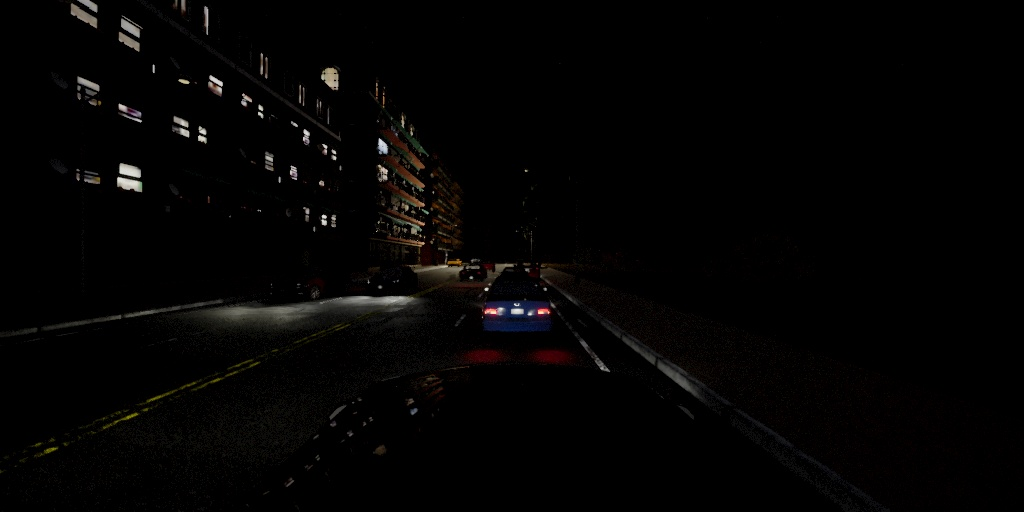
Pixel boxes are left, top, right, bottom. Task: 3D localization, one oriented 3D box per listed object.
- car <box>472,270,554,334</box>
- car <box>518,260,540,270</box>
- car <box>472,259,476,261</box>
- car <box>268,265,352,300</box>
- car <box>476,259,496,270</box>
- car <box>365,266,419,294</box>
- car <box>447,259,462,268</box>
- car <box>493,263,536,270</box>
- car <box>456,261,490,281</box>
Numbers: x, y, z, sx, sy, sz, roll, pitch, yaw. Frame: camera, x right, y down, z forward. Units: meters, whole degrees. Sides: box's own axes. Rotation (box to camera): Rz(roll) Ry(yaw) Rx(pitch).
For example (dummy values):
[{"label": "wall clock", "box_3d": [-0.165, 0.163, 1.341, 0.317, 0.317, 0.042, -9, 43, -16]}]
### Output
[{"label": "car", "box_3d": [0.118, 1.298, 10.590, 2.033, 1.411, 5.357, 0, 0, 0]}, {"label": "car", "box_3d": [1.190, 1.103, 29.857, 2.097, 1.767, 4.553, 0, 0, 0]}, {"label": "car", "box_3d": [-6.443, 1.239, 63.567, 2.128, 1.511, 4.902, 0, 0, 1]}, {"label": "car", "box_3d": [-9.820, 1.229, 17.832, 1.882, 1.535, 5.008, 0, 0, 0]}, {"label": "car", "box_3d": [-3.069, 1.228, 45.099, 1.882, 1.535, 5.008, 0, 0, 0]}, {"label": "car", "box_3d": [-6.568, 1.277, 20.200, 1.812, 1.442, 4.674, 0, 0, 0]}, {"label": "car", "box_3d": [-9.712, 1.226, 60.893, 1.882, 1.535, 5.008, 0, 0, 0]}, {"label": "car", "box_3d": [0.129, 1.316, 20.923, 1.994, 1.385, 4.181, 0, 0, 1]}, {"label": "car", "box_3d": [-3.099, 1.353, 29.662, 1.895, 1.301, 4.718, 0, 0, 0]}]
